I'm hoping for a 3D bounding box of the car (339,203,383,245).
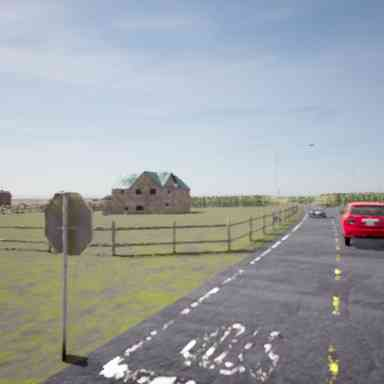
[{"bbox_3d":[9.069,1.572,17.417,2.150,2.045,5.566,-1,-1,23],"label":"car"}]

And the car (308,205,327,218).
[{"bbox_3d":[15.456,2.331,40.827,2.128,1.511,4.902,-1,-1,21],"label":"car"}]
